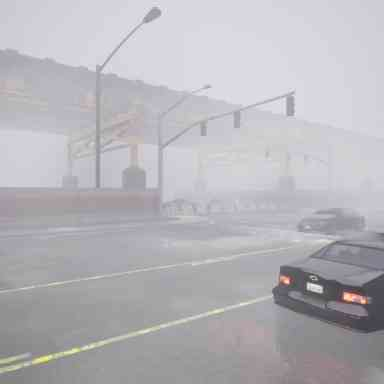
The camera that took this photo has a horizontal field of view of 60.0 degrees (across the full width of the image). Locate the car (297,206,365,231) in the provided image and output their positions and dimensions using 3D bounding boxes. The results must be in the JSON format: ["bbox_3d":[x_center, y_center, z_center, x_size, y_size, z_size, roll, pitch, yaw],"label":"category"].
[{"bbox_3d":[7.760,1.526,18.307,4.674,1.442,1.812,0,0,-36],"label":"car"}]

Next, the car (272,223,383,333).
[{"bbox_3d":[3.954,1.547,6.671,5.357,1.411,2.033,0,0,-36],"label":"car"}]

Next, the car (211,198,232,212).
[{"bbox_3d":[2.891,1.453,38.707,2.038,1.542,4.974,0,0,17],"label":"car"}]

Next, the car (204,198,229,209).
[{"bbox_3d":[2.906,1.295,38.757,1.853,1.218,4.536,0,0,17],"label":"car"}]

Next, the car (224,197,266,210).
[{"bbox_3d":[6.764,1.453,42.506,4.974,1.542,2.038,0,0,-8],"label":"car"}]

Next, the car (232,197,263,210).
[{"bbox_3d":[6.712,1.295,42.499,4.536,1.218,1.853,0,0,-8],"label":"car"}]

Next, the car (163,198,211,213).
[{"bbox_3d":[-0.827,1.453,35.985,4.974,1.542,2.038,0,0,7],"label":"car"}]

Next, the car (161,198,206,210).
[{"bbox_3d":[-0.879,1.295,35.992,4.536,1.218,1.853,0,0,7],"label":"car"}]
